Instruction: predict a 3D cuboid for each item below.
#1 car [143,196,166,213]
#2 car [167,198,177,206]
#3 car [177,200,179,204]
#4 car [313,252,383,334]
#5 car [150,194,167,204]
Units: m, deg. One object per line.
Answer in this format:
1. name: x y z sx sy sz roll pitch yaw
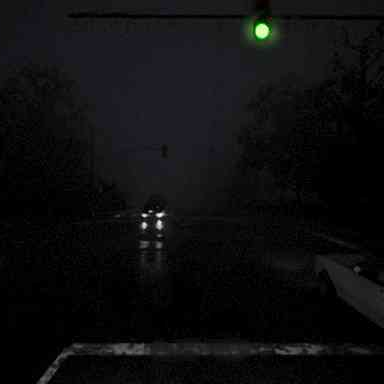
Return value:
1. car: -4.099 1.452 35.706 1.837 1.490 4.892 0 0 -3
2. car: -4.992 1.886 65.781 1.882 1.535 5.008 0 -1 -19
3. car: -4.609 2.105 75.490 2.033 1.411 5.357 0 -1 -22
4. car: 3.595 1.581 5.261 1.895 1.301 4.718 0 0 0
5. car: -4.881 1.276 45.636 2.150 2.045 5.566 0 -1 -6
